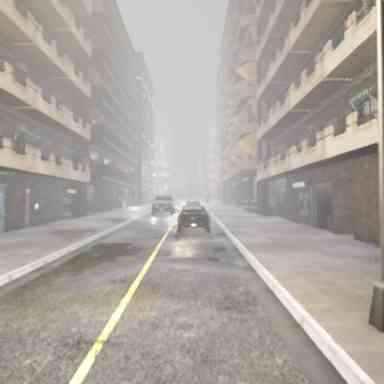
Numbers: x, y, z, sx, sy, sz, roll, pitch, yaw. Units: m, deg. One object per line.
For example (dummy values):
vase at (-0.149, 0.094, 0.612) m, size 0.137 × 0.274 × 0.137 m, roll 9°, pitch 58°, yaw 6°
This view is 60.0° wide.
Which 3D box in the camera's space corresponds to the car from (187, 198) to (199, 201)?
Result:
car at (0.100, 1.550, 41.698) m, size 2.128 × 1.511 × 4.902 m, roll 0°, pitch 0°, yaw 0°

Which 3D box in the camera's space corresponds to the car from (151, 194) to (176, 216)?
car at (-2.845, 1.263, 33.819) m, size 2.150 × 2.045 × 5.566 m, roll 0°, pitch 0°, yaw 0°

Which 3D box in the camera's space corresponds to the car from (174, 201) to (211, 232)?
car at (0.101, 1.527, 20.280) m, size 1.837 × 1.490 × 4.892 m, roll 0°, pitch 0°, yaw 0°
